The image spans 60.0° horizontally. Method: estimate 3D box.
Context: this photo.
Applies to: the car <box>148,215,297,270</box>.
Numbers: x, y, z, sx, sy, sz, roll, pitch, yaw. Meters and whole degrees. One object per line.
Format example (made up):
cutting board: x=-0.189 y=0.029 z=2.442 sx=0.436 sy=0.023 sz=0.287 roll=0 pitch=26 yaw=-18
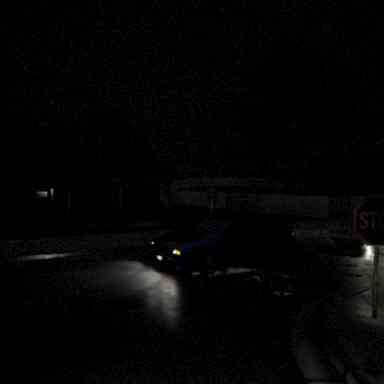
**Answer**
car: x=1.246 y=1.540 z=11.385 sx=5.357 sy=1.411 sz=2.033 roll=-1 pitch=3 yaw=-33
